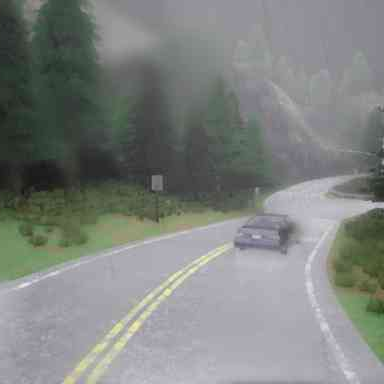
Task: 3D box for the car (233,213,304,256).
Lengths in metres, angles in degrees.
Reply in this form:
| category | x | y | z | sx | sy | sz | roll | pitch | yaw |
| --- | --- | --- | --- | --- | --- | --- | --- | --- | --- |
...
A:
| category | x | y | z | sx | sy | sz | roll | pitch | yaw |
| --- | --- | --- | --- | --- | --- | --- | --- | --- | --- |
| car | 3.260 | 1.564 | 13.425 | 2.033 | 1.411 | 5.357 | 2 | 1 | 26 |
